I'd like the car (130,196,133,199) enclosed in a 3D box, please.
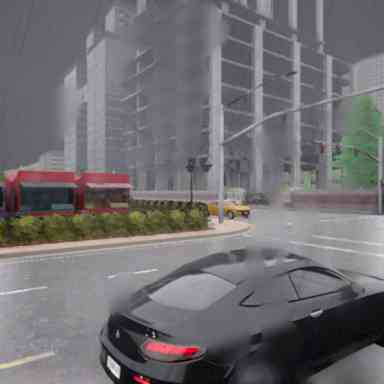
[{"bbox_3d":[-8.743,1.294,44.301,2.097,1.767,4.553,0,0,-36],"label":"car"}]

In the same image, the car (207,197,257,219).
[{"bbox_3d":[2.834,1.420,28.376,1.882,1.535,5.008,0,0,-36],"label":"car"}]

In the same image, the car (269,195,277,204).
[{"bbox_3d":[13.213,1.109,59.368,1.905,1.878,3.866,0,0,-36],"label":"car"}]

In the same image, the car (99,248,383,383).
[{"bbox_3d":[1.114,1.525,4.580,4.674,1.442,1.812,0,0,-35],"label":"car"}]

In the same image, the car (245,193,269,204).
[{"bbox_3d":[10.824,1.109,57.652,1.905,1.878,3.866,0,0,-36],"label":"car"}]
